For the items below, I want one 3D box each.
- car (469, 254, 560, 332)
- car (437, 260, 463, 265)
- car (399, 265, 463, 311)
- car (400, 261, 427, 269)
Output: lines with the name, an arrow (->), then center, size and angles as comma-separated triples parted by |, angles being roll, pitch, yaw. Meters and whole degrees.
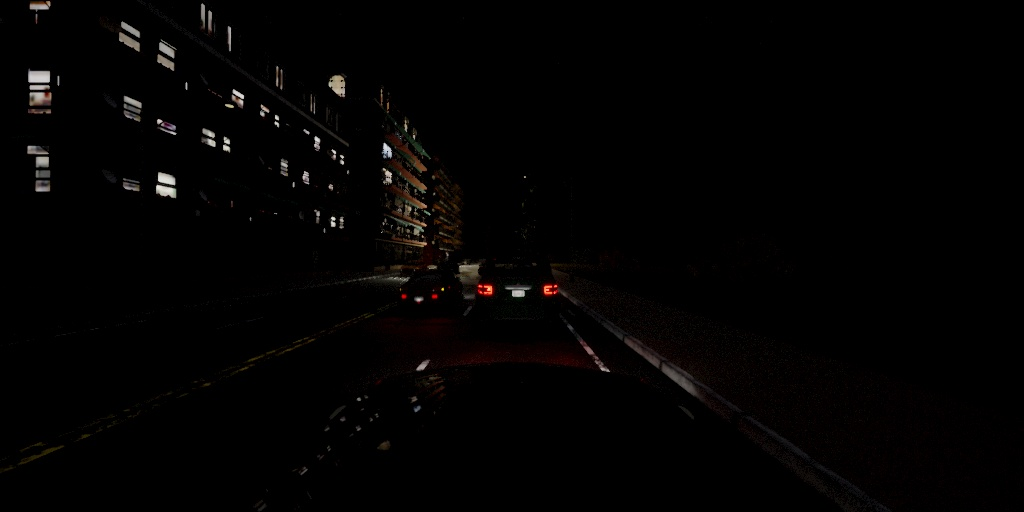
car -> 0.111, 0.973, 11.076 | 2.150, 2.045, 5.566 | 0, 0, -1
car -> -6.575, 1.232, 36.958 | 1.882, 1.535, 5.008 | 0, 0, 0
car -> -3.141, 1.278, 14.408 | 1.812, 1.442, 4.674 | 0, 0, 0
car -> -9.825, 1.232, 36.154 | 1.882, 1.535, 5.008 | 0, 0, 0
